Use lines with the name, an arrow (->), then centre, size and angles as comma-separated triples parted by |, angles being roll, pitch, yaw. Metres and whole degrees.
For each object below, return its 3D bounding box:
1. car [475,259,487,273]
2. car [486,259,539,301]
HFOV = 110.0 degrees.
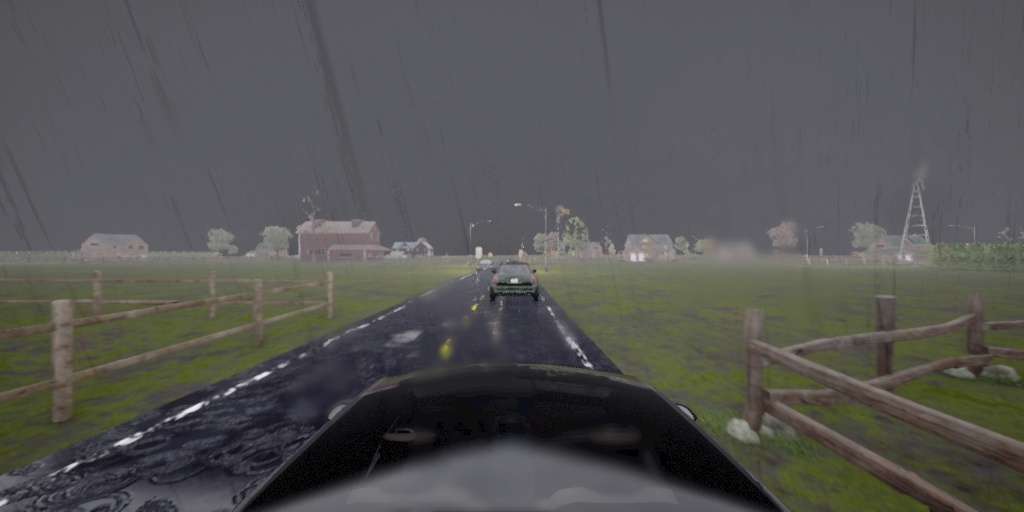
car -> -2.838, 1.083, 39.437 | 1.812, 1.442, 4.674 | 0, 0, 0
car -> 0.101, 1.026, 16.791 | 2.097, 1.767, 4.553 | 0, 0, 0
